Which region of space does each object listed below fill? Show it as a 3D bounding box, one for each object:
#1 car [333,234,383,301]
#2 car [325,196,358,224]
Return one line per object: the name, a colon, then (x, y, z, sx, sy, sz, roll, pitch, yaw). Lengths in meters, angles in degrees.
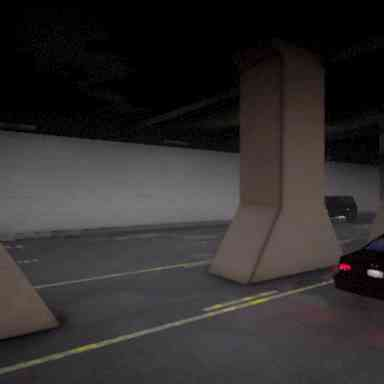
car: (5.429, 1.566, 7.641, 5.357, 1.411, 2.033, 0, 0, -36)
car: (9.662, 1.276, 23.826, 5.566, 2.045, 2.150, 1, 0, -36)
